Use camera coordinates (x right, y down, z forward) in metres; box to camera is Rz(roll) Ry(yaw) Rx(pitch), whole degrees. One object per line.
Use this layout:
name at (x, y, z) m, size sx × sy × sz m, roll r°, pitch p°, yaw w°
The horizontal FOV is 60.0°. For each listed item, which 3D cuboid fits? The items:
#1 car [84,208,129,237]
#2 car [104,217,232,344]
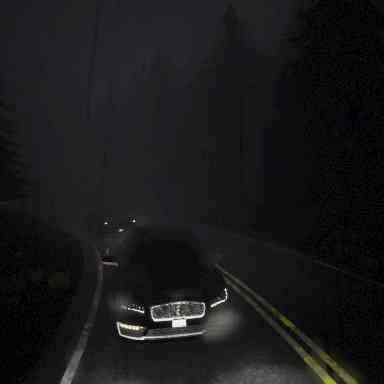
car at (-4.632, 1.611, 18.539) m, size 1.895 × 1.301 × 4.718 m, roll -3°, pitch 1°, yaw -29°
car at (-0.645, 1.495, 6.802) m, size 1.837 × 1.490 × 4.892 m, roll -1°, pitch 0°, yaw -11°
